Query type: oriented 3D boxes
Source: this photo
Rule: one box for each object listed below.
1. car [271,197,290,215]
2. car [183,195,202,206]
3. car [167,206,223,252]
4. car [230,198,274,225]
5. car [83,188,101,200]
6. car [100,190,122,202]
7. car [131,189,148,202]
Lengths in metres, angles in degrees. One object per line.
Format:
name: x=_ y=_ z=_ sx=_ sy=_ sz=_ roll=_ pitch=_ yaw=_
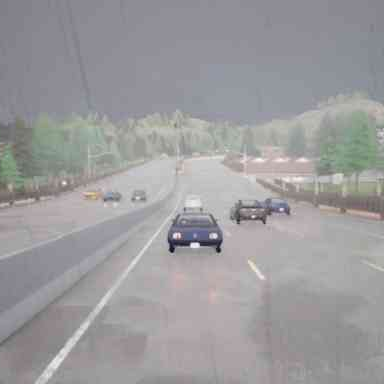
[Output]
car: x=7.111 y=1.188 z=28.706 sx=1.812 sy=1.442 sz=4.674 roll=0 pitch=1 yaw=0
car: x=0.113 y=1.064 z=34.010 sx=1.812 sy=1.442 sz=4.674 roll=0 pitch=2 yaw=0
car: x=0.105 y=1.446 z=13.158 sx=1.895 sy=1.301 sz=4.718 roll=0 pitch=1 yaw=0
car: x=3.608 y=1.234 z=21.921 sx=2.128 sy=1.511 sz=4.902 roll=0 pitch=1 yaw=0
car: x=-13.987 y=0.188 z=47.272 sx=1.882 sy=1.535 sz=5.008 roll=0 pitch=5 yaw=0
car: x=-10.455 y=0.539 z=44.050 sx=1.994 sy=1.385 sz=4.181 roll=0 pitch=4 yaw=-4
car: x=-6.968 y=0.444 z=44.347 sx=2.128 sy=1.511 sz=4.902 roll=0 pitch=4 yaw=-4
